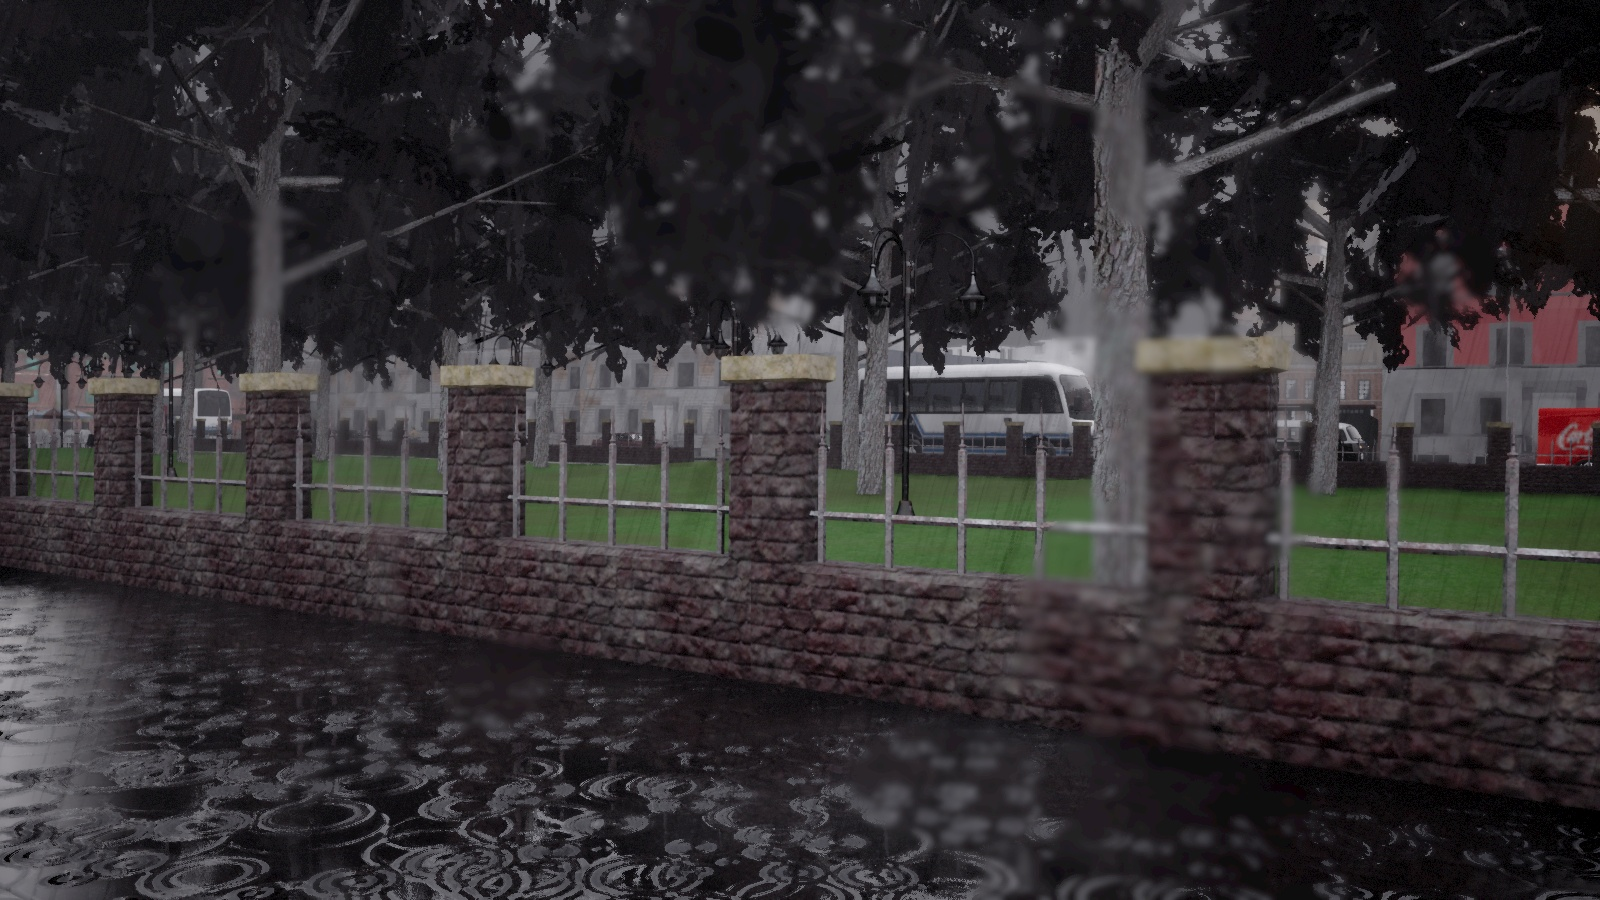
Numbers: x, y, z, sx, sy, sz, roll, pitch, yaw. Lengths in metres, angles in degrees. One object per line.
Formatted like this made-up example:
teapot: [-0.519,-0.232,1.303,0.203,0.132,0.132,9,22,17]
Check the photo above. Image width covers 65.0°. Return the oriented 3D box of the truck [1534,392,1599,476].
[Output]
truck: [24.907,-0.489,37.226,5.204,2.467,2.627,0,1,36]

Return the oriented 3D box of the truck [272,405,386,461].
truck: [-30.653,-1.087,81.598,7.936,3.462,2.891,0,1,35]

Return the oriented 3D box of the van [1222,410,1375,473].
van: [16.983,-0.284,42.855,4.480,2.038,2.069,0,1,35]

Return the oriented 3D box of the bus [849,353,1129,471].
bus: [7.328,-1.390,49.699,10.273,4.253,3.944,0,1,35]

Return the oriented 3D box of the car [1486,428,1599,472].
car: [25.820,-0.021,41.479,5.357,1.411,2.033,0,1,35]

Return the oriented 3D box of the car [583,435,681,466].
car: [-8.153,0.002,60.745,4.674,1.442,1.812,0,1,35]
